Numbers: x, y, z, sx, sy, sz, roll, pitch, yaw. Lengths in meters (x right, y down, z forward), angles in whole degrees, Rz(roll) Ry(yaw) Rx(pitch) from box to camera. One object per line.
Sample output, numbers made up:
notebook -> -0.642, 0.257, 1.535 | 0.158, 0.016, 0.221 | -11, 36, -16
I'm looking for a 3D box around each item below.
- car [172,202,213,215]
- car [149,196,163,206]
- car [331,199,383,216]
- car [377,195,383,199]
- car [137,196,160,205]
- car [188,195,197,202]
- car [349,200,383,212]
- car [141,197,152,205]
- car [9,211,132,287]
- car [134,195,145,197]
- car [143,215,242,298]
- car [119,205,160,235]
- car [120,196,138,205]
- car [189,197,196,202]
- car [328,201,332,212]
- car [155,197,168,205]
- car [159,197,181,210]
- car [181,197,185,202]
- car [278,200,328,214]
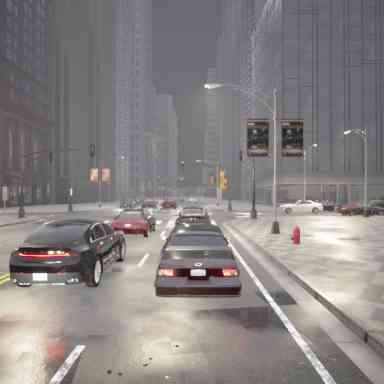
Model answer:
car -> 0.073, 1.544, 18.457 | 1.837, 1.490, 4.892 | 0, 0, 1
car -> -6.483, 1.649, 60.085 | 2.097, 1.767, 4.553 | 0, 0, 0
car -> 15.359, 1.577, 30.166 | 4.206, 1.307, 1.802 | 0, 0, -1
car -> 21.522, 1.265, 36.030 | 5.566, 2.045, 2.150 | 0, -1, -1
car -> -6.521, 1.778, 50.803 | 2.033, 1.411, 5.357 | 0, 0, 0
car -> 0.118, 1.687, 80.594 | 2.150, 2.045, 5.566 | 0, 0, 0
car -> 20.881, 1.644, 38.769 | 4.313, 1.339, 1.947 | 0, 0, -1
car -> -9.647, 1.907, 71.060 | 1.812, 1.442, 4.674 | 0, 0, 0
car -> -3.137, 1.516, 9.307 | 1.837, 1.490, 4.892 | 0, 0, 0
car -> -9.729, 1.523, 60.714 | 2.150, 2.045, 5.566 | 0, 0, 0
car -> 0.119, 1.557, 8.718 | 2.033, 1.411, 5.357 | 0, 0, 0
car -> -3.124, 1.602, 18.207 | 1.994, 1.385, 4.181 | 0, 0, 0
car -> -9.801, 1.735, 50.694 | 1.837, 1.490, 4.892 | 0, 0, -2
car -> 0.133, 2.029, 91.171 | 1.882, 1.535, 5.008 | 0, 0, 0
car -> 15.242, 1.663, 38.690 | 4.313, 1.339, 1.947 | 0, 0, -1
car -> -6.398, 1.900, 70.161 | 2.128, 1.511, 4.902 | 0, 0, 0
car -> -3.140, 1.689, 47.947 | 1.882, 1.535, 5.008 | 0, 0, 2
car -> -3.118, 2.104, 91.293 | 1.994, 1.385, 4.181 | 0, 0, 0
car -> 11.688, 1.602, 35.882 | 4.674, 1.442, 1.812 | 0, -1, -1
